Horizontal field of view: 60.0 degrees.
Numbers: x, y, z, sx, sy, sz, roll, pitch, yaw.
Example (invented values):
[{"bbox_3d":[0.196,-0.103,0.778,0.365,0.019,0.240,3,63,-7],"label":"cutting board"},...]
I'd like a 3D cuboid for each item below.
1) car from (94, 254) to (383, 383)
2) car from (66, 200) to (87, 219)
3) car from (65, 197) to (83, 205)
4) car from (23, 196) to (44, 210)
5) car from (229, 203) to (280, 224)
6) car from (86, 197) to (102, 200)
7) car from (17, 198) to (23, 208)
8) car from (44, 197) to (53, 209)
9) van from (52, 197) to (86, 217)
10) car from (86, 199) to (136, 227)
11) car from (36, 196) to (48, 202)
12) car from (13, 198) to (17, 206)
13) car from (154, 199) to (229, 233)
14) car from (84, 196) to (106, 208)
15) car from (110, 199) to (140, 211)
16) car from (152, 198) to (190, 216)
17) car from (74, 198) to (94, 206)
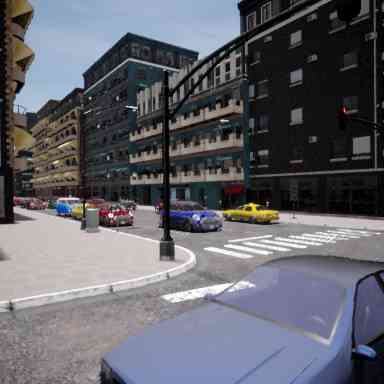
[{"bbox_3d":[1.600,1.564,4.124,5.357,1.411,2.033,1,0,-40],"label":"car"},{"bbox_3d":[-8.898,1.652,28.330,1.752,1.417,4.829,-1,1,-35],"label":"car"},{"bbox_3d":[-21.440,1.645,60.374,2.008,1.369,4.403,-1,1,-35],"label":"car"},{"bbox_3d":[-21.844,1.628,46.496,1.967,1.590,4.097,-1,1,-35],"label":"car"},{"bbox_3d":[4.152,1.498,24.454,1.752,1.417,4.829,-1,1,-35],"label":"car"},{"bbox_3d":[-9.702,1.579,33.928,1.882,1.535,5.008,-1,0,-35],"label":"car"},{"bbox_3d":[-25.053,1.770,51.004,1.947,1.339,4.313,-1,1,-35],"label":"car"},{"bbox_3d":[-18.766,1.494,46.762,2.097,1.767,4.553,-1,1,-35],"label":"car"},{"bbox_3d":[-12.211,1.483,32.974,1.690,1.788,3.998,-1,1,-35],"label":"van"},{"bbox_3d":[-5.787,1.553,23.961,1.967,1.590,4.097,-1,1,-35],"label":"car"},{"bbox_3d":[-37.497,1.728,82.910,1.887,1.381,4.507,-1,1,-35],"label":"car"},{"bbox_3d":[-31.476,1.782,60.019,1.887,1.381,4.507,-1,1,-35],"label":"car"},{"bbox_3d":[-0.185,1.411,20.560,2.097,1.767,4.553,-1,0,-35],"label":"car"},{"bbox_3d":[-15.019,1.502,51.358,1.967,1.590,4.097,-1,1,-35],"label":"car"},{"bbox_3d":[-8.594,1.581,42.345,2.008,1.369,4.403,-1,1,-35],"label":"car"},{"bbox_3d":[-2.173,1.441,33.329,1.967,1.590,4.097,-1,1,-35],"label":"car"},{"bbox_3d":[-18.229,1.644,55.866,1.947,1.339,4.313,-1,1,-35],"label":"car"}]
